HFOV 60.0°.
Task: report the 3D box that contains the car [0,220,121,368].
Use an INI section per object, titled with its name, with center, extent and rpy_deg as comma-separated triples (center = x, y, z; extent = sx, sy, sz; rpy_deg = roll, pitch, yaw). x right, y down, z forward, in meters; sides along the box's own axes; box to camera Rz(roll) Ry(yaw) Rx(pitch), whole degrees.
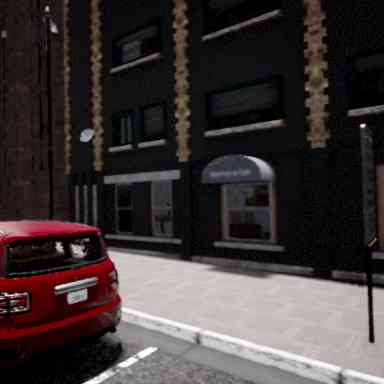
[car]
center = -3.336, 1.381, 5.435
extent = 5.009, 1.841, 2.192
rpy_deg = -1, -1, 36
